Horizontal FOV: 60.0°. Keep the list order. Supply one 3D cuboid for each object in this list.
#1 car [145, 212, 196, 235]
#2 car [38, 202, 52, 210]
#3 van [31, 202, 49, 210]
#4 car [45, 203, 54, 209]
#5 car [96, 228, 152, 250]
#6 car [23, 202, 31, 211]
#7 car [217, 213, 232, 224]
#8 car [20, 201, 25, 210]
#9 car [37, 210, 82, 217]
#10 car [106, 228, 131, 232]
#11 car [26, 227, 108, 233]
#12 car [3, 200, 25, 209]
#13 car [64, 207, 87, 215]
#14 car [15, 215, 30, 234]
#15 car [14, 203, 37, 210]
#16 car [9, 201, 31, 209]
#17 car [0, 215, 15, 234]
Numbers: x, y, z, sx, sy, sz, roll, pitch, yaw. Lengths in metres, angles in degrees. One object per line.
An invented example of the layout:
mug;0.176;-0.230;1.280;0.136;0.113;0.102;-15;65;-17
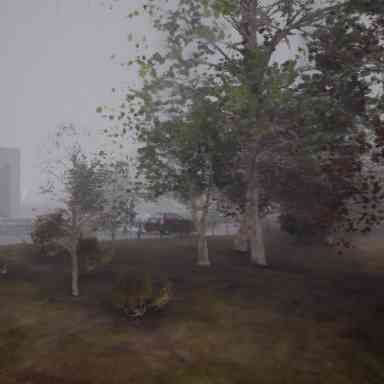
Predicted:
car;-1.629;2.466;27.063;2.097;1.767;4.553;2;-4;38
car;-29.744;3.602;70.704;2.002;1.452;4.674;1;1;19
van;-32.116;3.276;72.464;1.878;1.987;4.442;1;1;19
car;-27.332;3.618;69.010;1.946;1.575;5.366;1;1;19
car;-6.591;4.468;32.272;4.792;1.488;2.163;2;1;17
car;-34.422;3.437;74.462;2.097;1.535;5.008;1;2;19
car;4.522;4.094;53.135;2.097;1.767;4.553;0;-1;-21
car;-36.790;3.249;76.305;2.185;1.767;4.553;1;1;19
car;-18.290;3.828;44.947;5.566;2.045;2.435;0;1;17
car;-8.409;4.187;29.856;5.566;2.045;2.435;2;1;17
car;-10.291;4.185;27.442;5.566;2.045;2.435;2;2;17
car;-43.781;3.063;81.999;2.185;1.767;4.553;1;1;19
car;-22.687;3.500;65.057;2.435;2.045;5.566;1;1;19
car;-21.808;3.827;40.230;5.566;2.045;2.435;0;0;17
car;-39.118;3.352;78.214;2.002;1.452;4.674;1;1;19
car;-41.441;3.124;80.120;2.185;1.767;4.553;1;1;19
car;-23.597;3.827;37.873;5.566;2.045;2.435;0;0;17
